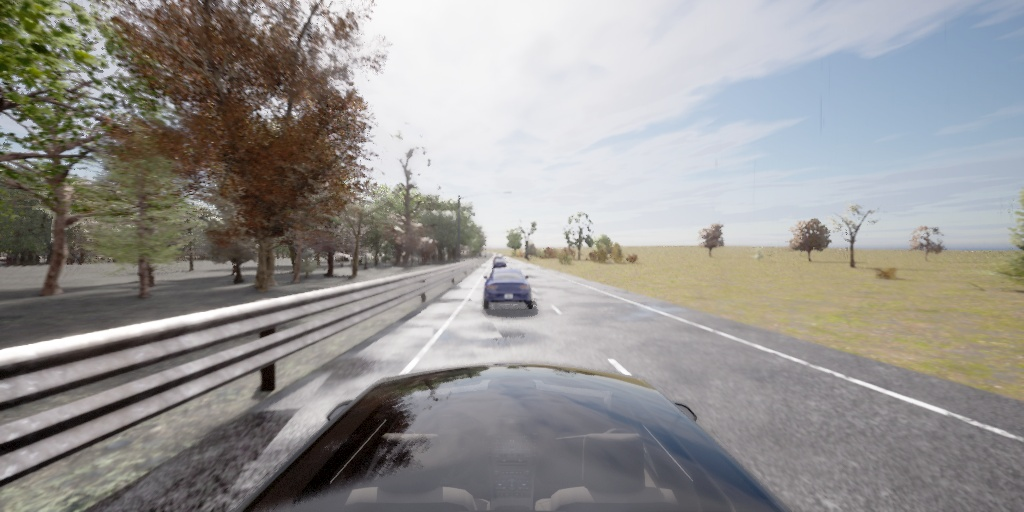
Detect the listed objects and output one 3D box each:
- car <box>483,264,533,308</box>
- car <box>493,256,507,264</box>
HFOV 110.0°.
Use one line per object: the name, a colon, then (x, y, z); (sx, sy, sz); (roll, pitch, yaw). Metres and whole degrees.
car: (-0.209, 1.228, 14.747); (1.812, 1.442, 4.674); (0, 0, -2)
car: (-1.611, 1.093, 48.021); (1.812, 1.442, 4.674); (0, 0, -2)
